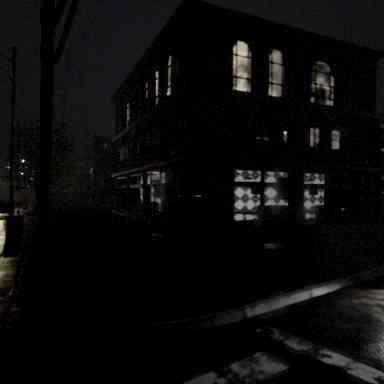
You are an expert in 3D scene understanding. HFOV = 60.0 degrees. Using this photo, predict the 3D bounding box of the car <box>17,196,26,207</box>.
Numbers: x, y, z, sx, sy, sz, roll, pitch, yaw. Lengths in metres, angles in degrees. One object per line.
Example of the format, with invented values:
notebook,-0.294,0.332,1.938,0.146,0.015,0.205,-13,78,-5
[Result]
car,-29.251,1.759,55.602,1.802,1.307,4.206,1,-1,-24

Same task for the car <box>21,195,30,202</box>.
car,-40.539,1.538,80.820,2.192,1.841,5.009,1,-1,-24

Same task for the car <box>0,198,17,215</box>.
car,-20.217,1.684,35.430,1.887,1.381,4.507,1,-1,-24

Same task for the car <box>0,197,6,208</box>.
car,-29.838,1.608,50.884,1.882,1.535,5.008,1,-1,-24
